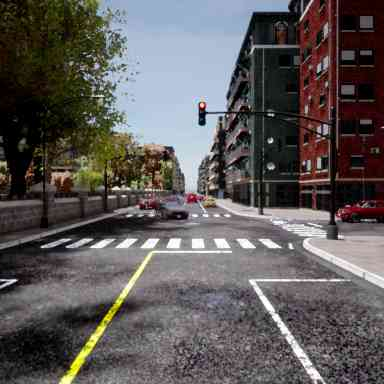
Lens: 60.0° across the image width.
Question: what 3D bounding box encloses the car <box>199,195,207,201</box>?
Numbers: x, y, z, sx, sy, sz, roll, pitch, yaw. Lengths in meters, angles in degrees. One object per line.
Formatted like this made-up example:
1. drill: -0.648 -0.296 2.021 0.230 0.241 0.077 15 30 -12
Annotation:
1. car: 2.733 1.586 82.679 1.887 1.381 4.507 0 0 0

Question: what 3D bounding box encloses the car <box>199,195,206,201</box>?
1. car: 2.736 1.593 88.214 1.887 1.381 4.507 0 0 0

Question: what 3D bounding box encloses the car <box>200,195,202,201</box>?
1. car: 2.718 1.562 55.003 1.887 1.381 4.507 0 0 0

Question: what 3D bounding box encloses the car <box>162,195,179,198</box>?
1. car: -3.074 1.487 44.378 1.882 1.535 5.008 0 0 0

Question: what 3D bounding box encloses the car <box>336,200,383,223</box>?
1. car: 14.631 1.591 27.353 5.009 1.841 2.192 1 -1 0

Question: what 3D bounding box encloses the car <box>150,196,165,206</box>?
1. car: -5.663 1.457 55.007 1.967 1.590 4.097 0 0 0

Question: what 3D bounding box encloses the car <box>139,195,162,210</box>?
1. car: -5.669 1.324 43.937 2.192 1.841 5.009 0 0 0

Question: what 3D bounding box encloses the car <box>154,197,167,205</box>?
1. car: -5.660 1.566 60.542 1.887 1.381 4.507 0 0 0

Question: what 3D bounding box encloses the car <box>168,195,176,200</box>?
1. car: -5.642 1.579 93.583 1.752 1.417 4.829 0 0 0

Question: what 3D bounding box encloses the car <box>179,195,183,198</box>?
1. car: -3.047 1.545 57.398 1.812 1.442 4.674 0 0 0

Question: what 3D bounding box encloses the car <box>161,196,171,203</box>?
1. car: -5.654 1.613 71.612 1.802 1.307 4.206 0 0 0

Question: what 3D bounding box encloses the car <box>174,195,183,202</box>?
1. car: -2.959 1.325 73.514 1.812 1.442 4.674 0 0 0

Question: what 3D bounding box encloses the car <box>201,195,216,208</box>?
1. car: 2.715 1.538 49.638 1.752 1.417 4.829 0 0 0

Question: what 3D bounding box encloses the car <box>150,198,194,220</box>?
1. car: -1.867 1.550 28.891 2.033 1.411 5.357 0 0 -19

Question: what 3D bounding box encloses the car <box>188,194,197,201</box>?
1. car: 0.044 1.306 79.641 2.097 1.767 4.553 0 0 0

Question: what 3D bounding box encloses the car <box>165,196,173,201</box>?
1. car: -5.647 1.624 82.683 1.802 1.307 4.206 0 0 0

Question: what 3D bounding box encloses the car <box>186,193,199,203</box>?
1. car: 0.039 1.250 69.281 2.150 2.045 5.566 0 0 0
